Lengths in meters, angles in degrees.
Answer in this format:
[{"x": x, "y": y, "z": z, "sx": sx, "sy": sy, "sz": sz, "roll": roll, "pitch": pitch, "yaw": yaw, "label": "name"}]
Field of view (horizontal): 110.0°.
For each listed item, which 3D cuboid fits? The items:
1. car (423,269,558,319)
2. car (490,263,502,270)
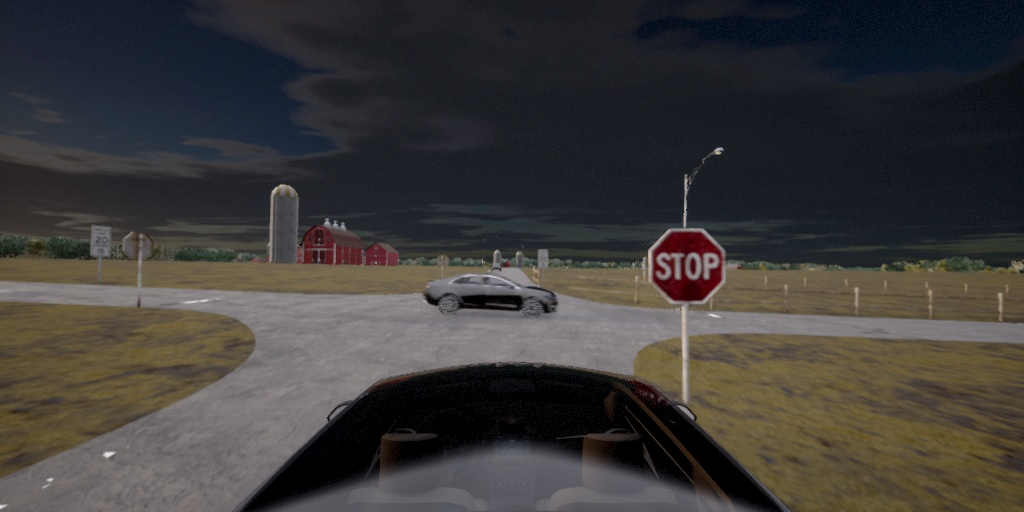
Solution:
[{"x": -0.777, "y": 1.388, "z": 13.228, "sx": 4.902, "sy": 1.511, "sz": 2.128, "roll": 2, "pitch": -2, "yaw": 0, "label": "car"}, {"x": -2.801, "y": 2.040, "z": 65.116, "sx": 1.837, "sy": 1.490, "sz": 4.892, "roll": 0, "pitch": -1, "yaw": 0, "label": "car"}]
